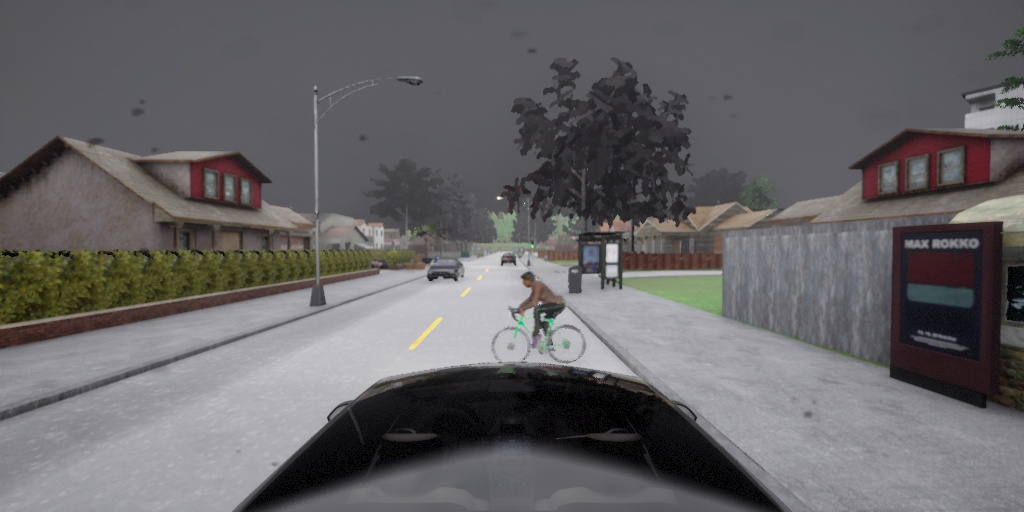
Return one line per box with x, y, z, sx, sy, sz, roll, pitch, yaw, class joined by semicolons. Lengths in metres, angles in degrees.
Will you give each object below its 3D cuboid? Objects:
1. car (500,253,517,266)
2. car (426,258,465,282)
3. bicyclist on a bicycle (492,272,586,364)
-0.430;0.404;45.248;1.837;1.490;4.892;0;1;-1;car
-4.269;0.867;23.928;2.033;1.411;5.357;0;1;-1;car
0.457;1.095;6.235;1.656;1.620;0.582;-2;1;-1;bicyclist on a bicycle
